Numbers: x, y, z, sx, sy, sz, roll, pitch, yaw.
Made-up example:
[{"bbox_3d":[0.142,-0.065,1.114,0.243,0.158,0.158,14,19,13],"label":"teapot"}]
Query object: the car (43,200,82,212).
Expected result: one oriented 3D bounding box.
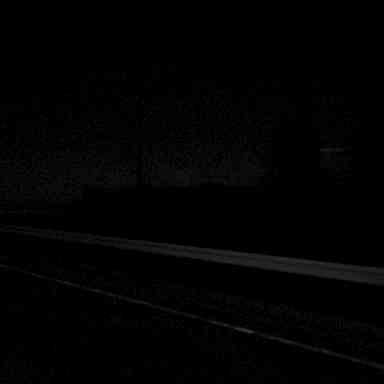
[{"bbox_3d":[-14.954,1.622,39.128,4.718,1.301,1.895,0,0,-28],"label":"car"}]
